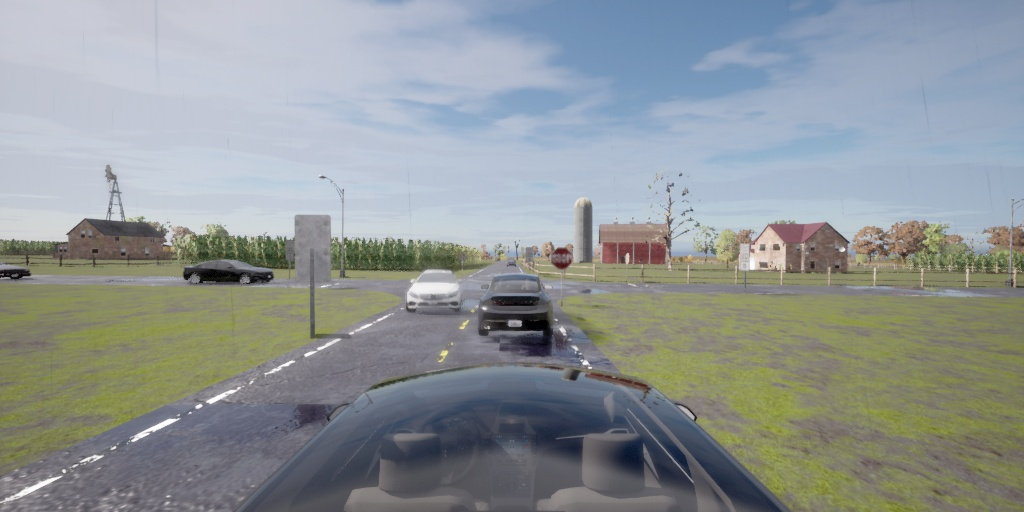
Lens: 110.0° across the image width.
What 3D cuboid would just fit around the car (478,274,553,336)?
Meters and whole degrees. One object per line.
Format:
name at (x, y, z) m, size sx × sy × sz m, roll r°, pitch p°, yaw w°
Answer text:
car at (0.130, 1.255, 10.379) m, size 1.837 × 1.490 × 4.892 m, roll 0°, pitch 0°, yaw 1°

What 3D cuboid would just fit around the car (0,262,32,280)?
car at (-34.292, 0.832, 22.813) m, size 5.357 × 1.411 × 2.033 m, roll 1°, pitch 1°, yaw -1°

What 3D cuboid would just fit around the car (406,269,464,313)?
car at (-2.897, 1.276, 14.179) m, size 1.812 × 1.442 × 4.674 m, roll 1°, pitch 0°, yaw -7°

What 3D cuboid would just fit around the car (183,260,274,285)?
car at (-17.998, 1.006, 22.902) m, size 5.008 × 1.535 × 1.882 m, roll 1°, pitch 1°, yaw 0°
